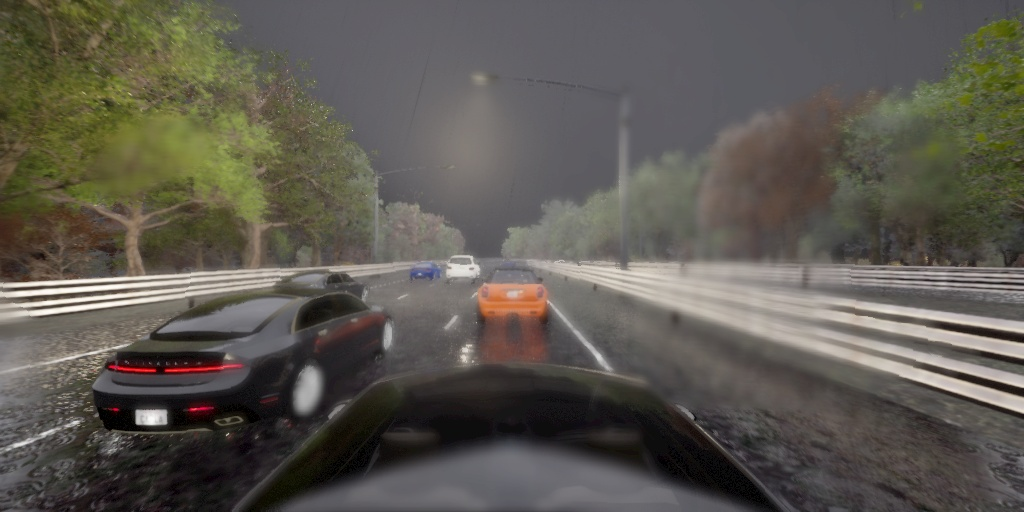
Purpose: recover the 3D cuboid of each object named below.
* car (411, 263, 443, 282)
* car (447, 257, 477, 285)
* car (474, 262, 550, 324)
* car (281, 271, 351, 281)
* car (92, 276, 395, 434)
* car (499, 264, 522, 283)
[{"bbox_3d":[-7.170,1.354,30.525,1.882,1.535,5.008,0,0,-1],"label":"car"},{"bbox_3d":[-3.623,1.083,27.944,2.150,2.045,5.566,0,0,-1],"label":"car"},{"bbox_3d":[0.054,1.142,12.311,2.097,1.767,4.553,0,0,0],"label":"car"},{"bbox_3d":[-6.950,1.303,13.410,1.837,1.490,4.892,0,0,0],"label":"car"},{"bbox_3d":[-3.420,1.273,5.823,1.837,1.490,4.892,0,0,0],"label":"car"},{"bbox_3d":[-0.161,1.395,29.970,1.812,1.442,4.674,0,0,-1],"label":"car"}]
